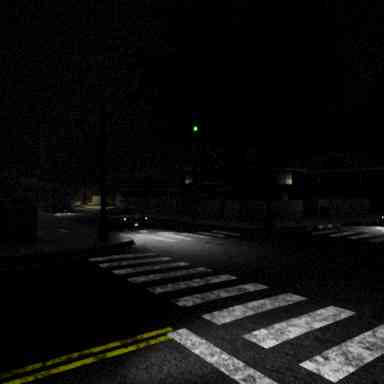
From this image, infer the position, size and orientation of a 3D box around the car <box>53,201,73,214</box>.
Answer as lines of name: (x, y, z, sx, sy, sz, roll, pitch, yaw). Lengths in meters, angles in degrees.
car: (-15.957, 1.859, 40.906, 2.033, 1.411, 5.357, 0, 0, -29)

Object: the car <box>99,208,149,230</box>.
car: (-4.704, 1.765, 22.591, 1.895, 1.301, 4.718, 0, 0, -34)

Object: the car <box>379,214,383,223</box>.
car: (14.570, 1.502, 22.078, 5.357, 1.411, 2.033, 0, 0, -36)
